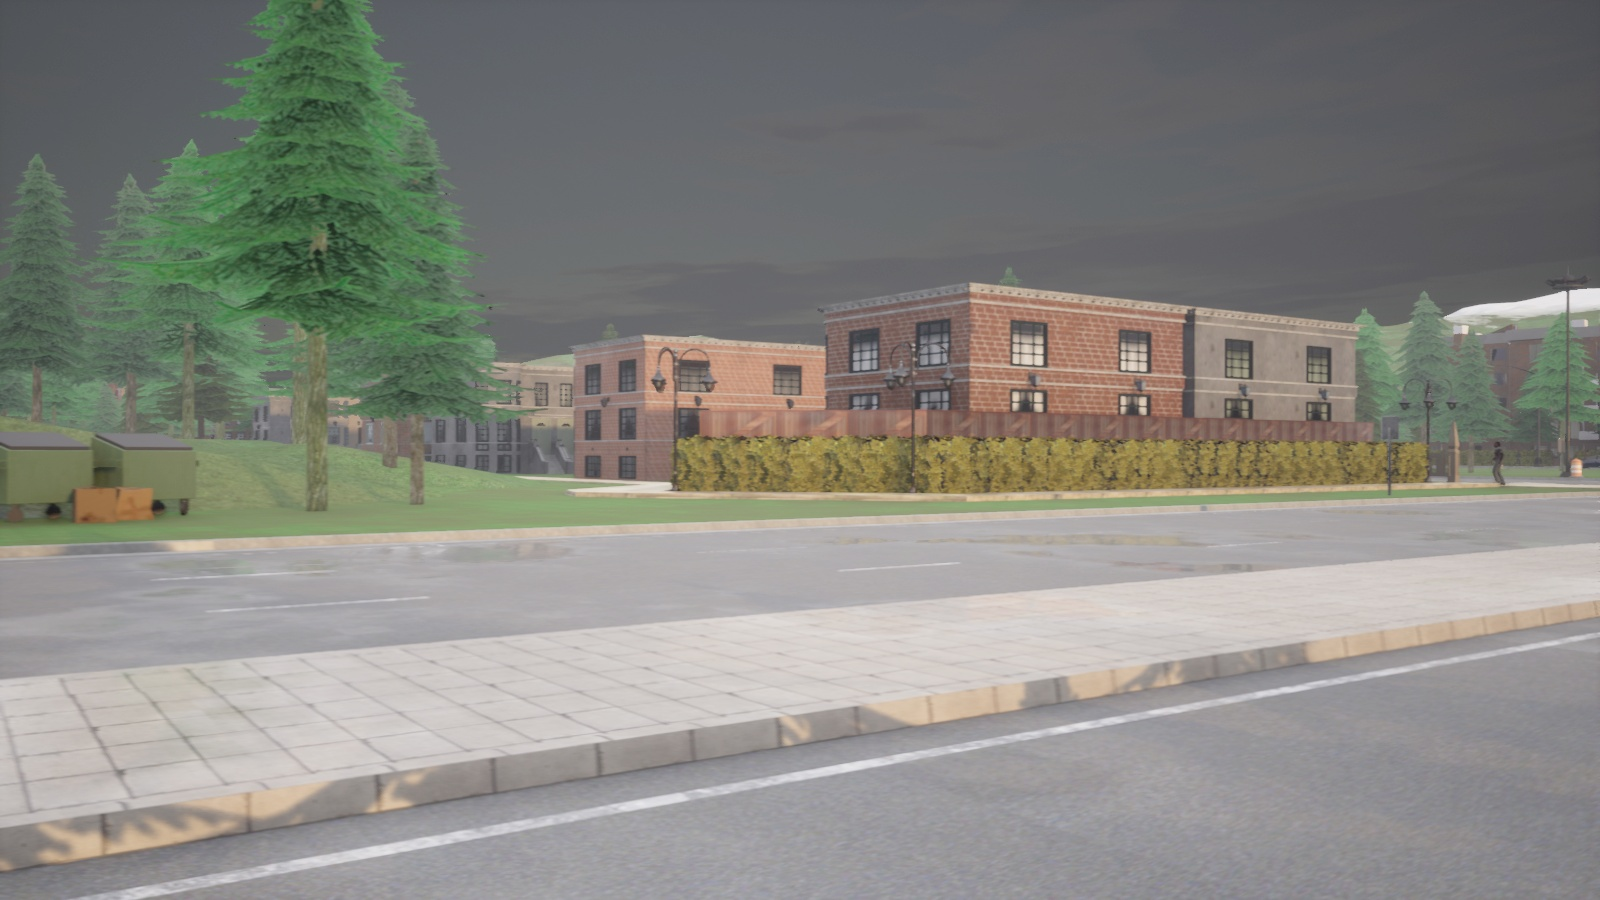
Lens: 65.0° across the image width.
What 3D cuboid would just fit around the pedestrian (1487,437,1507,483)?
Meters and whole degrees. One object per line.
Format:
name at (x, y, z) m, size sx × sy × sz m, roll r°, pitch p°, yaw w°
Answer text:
pedestrian at (28.999, 0.415, 52.266) m, size 0.666 × 1.930 × 0.402 m, roll 0°, pitch 0°, yaw 23°
